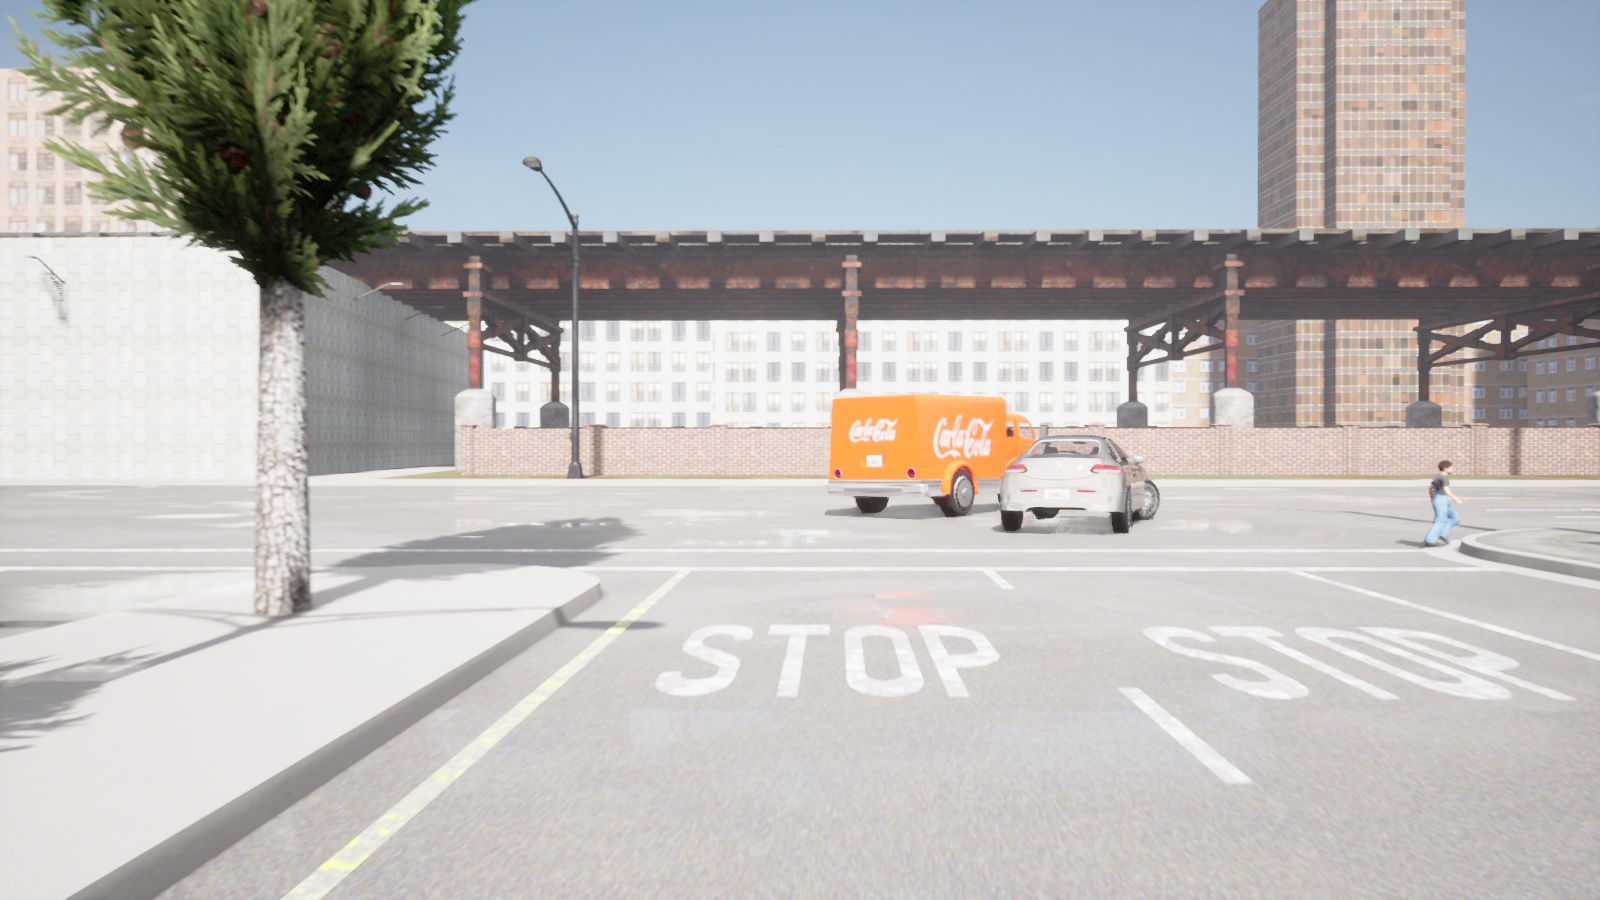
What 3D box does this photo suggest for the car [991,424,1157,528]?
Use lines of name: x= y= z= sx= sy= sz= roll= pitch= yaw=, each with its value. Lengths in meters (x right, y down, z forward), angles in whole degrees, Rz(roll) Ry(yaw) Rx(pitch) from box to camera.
car: x=5.064 y=0.403 z=22.624 sx=2.152 sy=1.651 sz=5.027 roll=0 pitch=0 yaw=22

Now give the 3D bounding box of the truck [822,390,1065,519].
truck: x=3.169 y=0.109 z=26.805 sx=2.627 sy=2.467 sz=5.204 roll=-1 pitch=-1 yaw=41

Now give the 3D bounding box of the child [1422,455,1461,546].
child: x=9.008 y=0.709 z=17.639 sx=0.437 sy=1.263 sz=0.270 roll=0 pitch=0 yaw=13
